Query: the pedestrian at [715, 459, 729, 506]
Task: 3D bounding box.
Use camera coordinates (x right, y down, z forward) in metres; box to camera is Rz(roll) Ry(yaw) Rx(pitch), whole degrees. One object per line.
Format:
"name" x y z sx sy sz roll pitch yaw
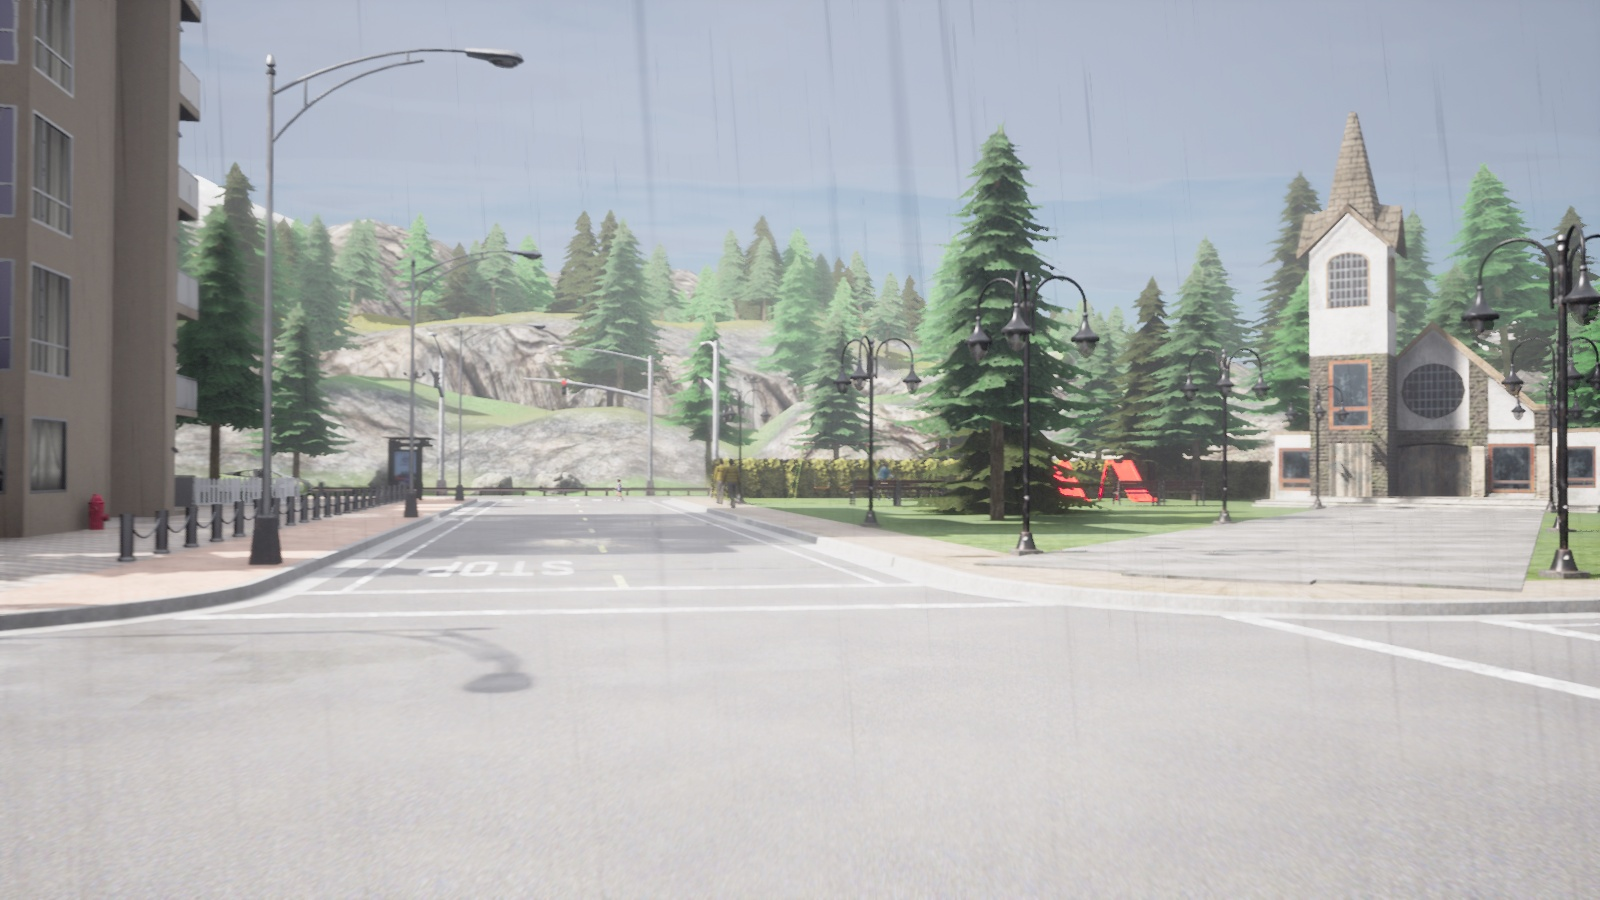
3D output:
"pedestrian" -3.093 1.269 49.748 0.431 1.840 0.709 0 -1 -12

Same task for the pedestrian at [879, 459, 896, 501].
"pedestrian" 4.006 1.363 57.486 0.396 1.930 0.692 1 -1 -40

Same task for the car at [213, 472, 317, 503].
"car" -26.902 1.879 63.305 4.514 1.525 2.007 0 -1 -11

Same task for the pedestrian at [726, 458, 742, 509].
"pedestrian" -2.389 1.201 45.576 0.431 1.840 0.709 0 -1 -14
